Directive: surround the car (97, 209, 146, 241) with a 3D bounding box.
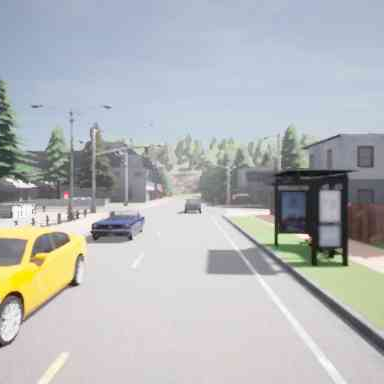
[{"bbox_3d":[-3.558,1.569,16.784,1.895,1.301,4.718,0,0,0],"label":"car"}]

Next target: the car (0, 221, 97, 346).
[{"bbox_3d":[-3.590,1.465,6.516,1.882,1.535,5.008,0,0,0],"label":"car"}]

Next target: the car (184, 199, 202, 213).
[{"bbox_3d":[0.097,1.475,36.363,2.033,1.411,5.357,0,0,0],"label":"car"}]
